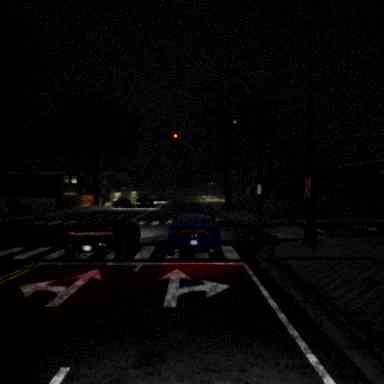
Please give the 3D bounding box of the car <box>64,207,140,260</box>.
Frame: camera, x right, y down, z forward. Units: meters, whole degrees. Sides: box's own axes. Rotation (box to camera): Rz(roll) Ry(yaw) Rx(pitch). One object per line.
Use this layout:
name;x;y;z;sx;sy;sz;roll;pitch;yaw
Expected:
car;-3.178;1.517;12.575;2.128;1.511;4.902;0;0;1

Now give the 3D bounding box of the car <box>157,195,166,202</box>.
car;-6.369;1.205;66.536;1.994;1.385;4.181;0;1;0

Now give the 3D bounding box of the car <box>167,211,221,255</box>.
car;0.084;1.488;13.341;1.882;1.535;5.008;0;0;1

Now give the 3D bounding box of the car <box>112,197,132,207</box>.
car;-9.751;1.458;46.870;2.033;1.411;5.357;0;1;0

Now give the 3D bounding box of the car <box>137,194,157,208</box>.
car;-6.499;1.415;46.841;1.837;1.490;4.892;0;1;0
